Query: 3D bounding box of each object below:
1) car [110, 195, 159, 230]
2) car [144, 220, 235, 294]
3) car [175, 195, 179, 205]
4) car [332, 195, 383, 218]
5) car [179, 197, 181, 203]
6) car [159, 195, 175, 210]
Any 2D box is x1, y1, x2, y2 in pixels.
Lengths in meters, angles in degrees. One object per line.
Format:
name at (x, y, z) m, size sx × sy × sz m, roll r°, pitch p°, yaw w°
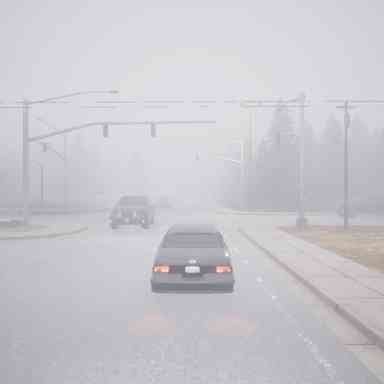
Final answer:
car at (-3.650, 1.222, 21.327) m, size 2.150 × 2.045 × 5.566 m, roll 0°, pitch 0°, yaw 0°
car at (0.029, 1.545, 8.963) m, size 2.033 × 1.411 × 5.357 m, roll 0°, pitch 0°, yaw 0°
car at (-3.687, 1.525, 57.869) m, size 1.812 × 1.442 × 4.674 m, roll 0°, pitch 0°, yaw 1°
car at (15.531, 1.248, 29.618) m, size 5.566 × 2.045 × 2.150 m, roll 0°, pitch 0°, yaw 1°
car at (-3.458, 1.499, 70.855) m, size 1.837 × 1.490 × 4.892 m, roll 0°, pitch 0°, yaw 1°
car at (-3.694, 1.352, 42.956) m, size 2.097 × 1.767 × 4.553 m, roll 0°, pitch 0°, yaw 0°
